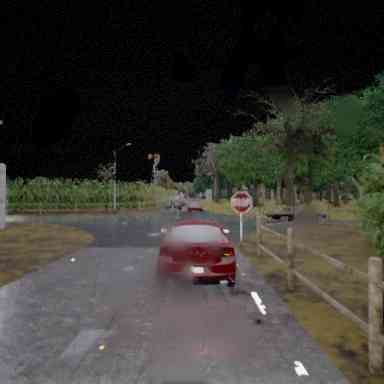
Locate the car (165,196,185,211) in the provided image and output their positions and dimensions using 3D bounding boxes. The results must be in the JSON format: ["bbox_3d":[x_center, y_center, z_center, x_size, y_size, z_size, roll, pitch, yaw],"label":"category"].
[{"bbox_3d":[-2.568,1.565,48.008,2.150,2.045,5.566,0,0,1],"label":"car"}]

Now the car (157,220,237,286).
[{"bbox_3d":[0.108,1.546,9.667,1.882,1.535,5.008,0,0,0],"label":"car"}]

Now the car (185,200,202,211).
[{"bbox_3d":[0.383,1.886,45.125,1.994,1.385,4.181,0,0,-1],"label":"car"}]

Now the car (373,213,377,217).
[{"bbox_3d":[19.880,1.797,30.762,5.566,2.045,2.150,1,-2,0],"label":"car"}]

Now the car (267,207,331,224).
[{"bbox_3d":[8.671,1.894,27.119,4.718,1.301,1.895,1,-2,0],"label":"car"}]

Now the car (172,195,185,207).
[{"bbox_3d":[-2.403,1.666,61.427,2.150,2.045,5.566,0,-1,1],"label":"car"}]

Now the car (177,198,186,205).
[{"bbox_3d":[-2.232,2.052,72.879,1.812,1.442,4.674,0,0,1],"label":"car"}]
